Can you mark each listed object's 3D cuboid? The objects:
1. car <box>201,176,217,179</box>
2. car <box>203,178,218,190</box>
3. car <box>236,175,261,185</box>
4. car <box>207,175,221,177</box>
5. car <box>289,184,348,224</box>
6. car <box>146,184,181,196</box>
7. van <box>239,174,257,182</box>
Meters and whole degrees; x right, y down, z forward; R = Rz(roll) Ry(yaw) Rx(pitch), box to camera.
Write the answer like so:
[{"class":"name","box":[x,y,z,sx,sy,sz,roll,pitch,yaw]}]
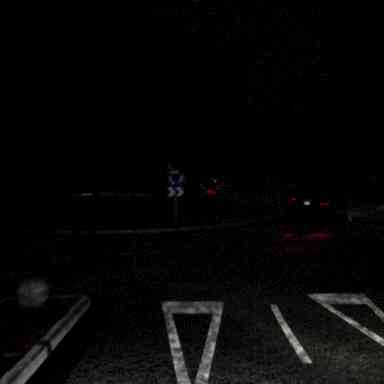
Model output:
[{"class":"car","box":[3.444,-1.862,65.969,1.882,1.535,5.008,0,4,8]},{"class":"car","box":[3.084,-1.137,55.761,1.837,1.490,4.892,0,4,1]},{"class":"car","box":[11.917,-2.202,70.597,4.892,1.521,2.231,0,4,9]},{"class":"car","box":[4.855,-2.562,75.908,1.882,1.535,5.008,0,4,9]},{"class":"car","box":[7.407,0.562,19.212,2.150,2.045,5.566,3,4,35]},{"class":"car","box":[-3.396,-0.266,42.040,4.902,1.511,2.128,0,2,10]},{"class":"van","box":[14.651,-3.591,86.618,4.442,1.987,1.878,1,4,11]}]
